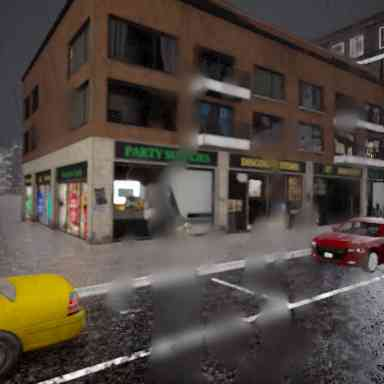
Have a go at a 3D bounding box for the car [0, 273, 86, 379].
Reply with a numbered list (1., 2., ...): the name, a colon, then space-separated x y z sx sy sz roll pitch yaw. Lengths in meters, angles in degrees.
1. car: -3.789 1.530 3.838 4.829 1.417 1.752 0 1 -35

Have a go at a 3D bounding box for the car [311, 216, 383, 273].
1. car: 5.627 1.500 10.553 4.507 1.381 1.887 0 1 -35
